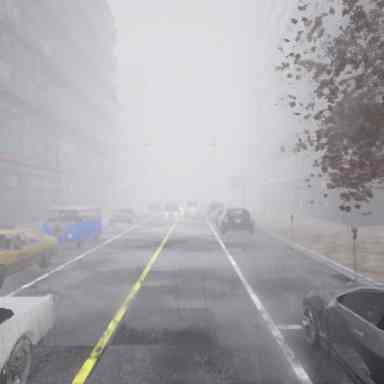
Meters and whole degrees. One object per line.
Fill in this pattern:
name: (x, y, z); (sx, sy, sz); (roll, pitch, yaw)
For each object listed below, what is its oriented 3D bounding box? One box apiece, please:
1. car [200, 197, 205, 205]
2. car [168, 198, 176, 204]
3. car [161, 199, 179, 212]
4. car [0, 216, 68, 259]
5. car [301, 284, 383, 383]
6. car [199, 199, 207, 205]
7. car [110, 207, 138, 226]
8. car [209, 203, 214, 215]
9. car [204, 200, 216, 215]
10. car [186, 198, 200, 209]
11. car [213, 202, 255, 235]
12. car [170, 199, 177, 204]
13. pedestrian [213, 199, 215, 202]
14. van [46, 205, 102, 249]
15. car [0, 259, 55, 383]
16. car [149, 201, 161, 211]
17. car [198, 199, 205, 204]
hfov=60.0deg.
car: (2.644, 2.390, 76.938); (2.008, 1.369, 4.403); (1, -1, 0)
car: (-5.224, 2.404, 88.425); (1.967, 1.590, 4.097); (1, -1, 0)
car: (-2.793, 2.065, 45.977); (1.994, 1.385, 4.181); (0, -1, 0)
car: (-5.297, 1.627, 9.207); (1.752, 1.417, 4.829); (1, -1, 0)
car: (2.578, 1.606, 3.459); (1.947, 1.339, 4.313); (1, -1, 0)
car: (2.650, 2.428, 82.760); (1.752, 1.417, 4.829); (1, -1, 0)
car: (-5.282, 1.870, 26.315); (1.802, 1.307, 4.206); (1, -1, 0)
car: (2.598, 1.830, 26.069); (1.887, 1.381, 4.507); (1, -1, 0)
car: (2.785, 1.941, 39.873); (1.837, 1.490, 4.892); (0, -1, 0)
car: (0.081, 2.135, 57.835); (1.837, 1.490, 4.892); (0, -1, 1)
car: (2.595, 1.665, 20.417); (1.967, 1.590, 4.097); (1, -1, 0)
car: (-5.221, 2.608, 94.070); (1.802, 1.307, 4.206); (1, -1, 0)
pedestrian: (2.788, 1.762, 42.834); (0.375, 1.860, 0.375); (1, -1, 0)
van: (-5.289, 1.506, 15.025); (1.690, 1.788, 3.998); (1, -1, 0)
car: (-2.849, 1.629, 2.421); (1.895, 1.301, 4.718); (0, -1, 0)
car: (-5.261, 2.084, 48.901); (2.008, 1.369, 4.403); (1, -1, 0)
car: (2.659, 2.575, 93.893); (2.008, 1.369, 4.403); (1, -1, 0)
